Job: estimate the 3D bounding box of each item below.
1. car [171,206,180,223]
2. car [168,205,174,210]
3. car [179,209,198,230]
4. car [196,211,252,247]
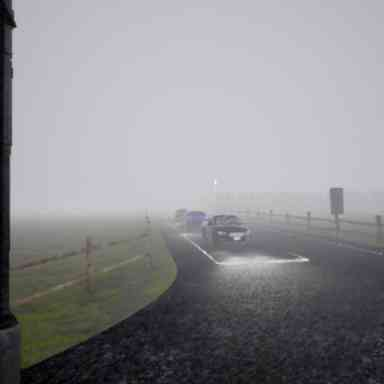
[{"bbox_3d":[-1.051,2.701,38.495,1.837,1.490,4.892,-1,-2,-8],"label":"car"},{"bbox_3d":[-4.892,4.578,92.247,1.895,1.301,4.718,-1,-2,-8],"label":"car"},{"bbox_3d":[0.354,2.334,28.316,1.882,1.535,5.008,-1,-2,-8],"label":"car"},{"bbox_3d":[1.780,2.006,18.041,2.128,1.511,4.902,-1,-2,-8],"label":"car"}]
